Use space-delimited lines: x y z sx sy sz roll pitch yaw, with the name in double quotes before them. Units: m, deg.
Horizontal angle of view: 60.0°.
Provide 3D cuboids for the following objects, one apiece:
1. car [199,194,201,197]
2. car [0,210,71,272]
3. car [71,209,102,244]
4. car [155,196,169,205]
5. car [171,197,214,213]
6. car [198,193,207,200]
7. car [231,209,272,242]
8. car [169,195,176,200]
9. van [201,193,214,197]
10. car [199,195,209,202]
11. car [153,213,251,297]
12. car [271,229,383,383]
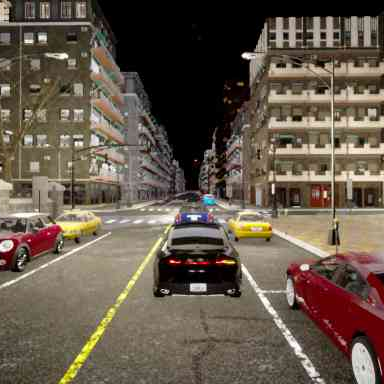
"car" 2.756 1.519 59.806 1.887 1.381 4.507 1 0 0
"car" -5.670 1.442 10.552 1.967 1.590 4.097 1 0 0
"car" -5.666 1.527 15.996 1.752 1.417 4.829 1 0 0
"car" -5.625 1.556 59.870 1.802 1.307 4.206 1 0 0
"car" 0.138 1.354 18.791 2.097 1.767 4.553 0 0 1
"car" 2.786 1.249 88.160 2.192 1.841 5.009 1 0 0
"car" 2.715 1.527 16.311 1.752 1.417 4.829 1 0 0
"car" -5.598 1.515 88.225 1.802 1.307 4.206 1 0 0
"van" 2.753 1.321 54.134 1.690 1.788 3.998 1 0 0
"car" 2.772 1.503 76.818 2.008 1.369 4.403 1 0 0
"car" 0.111 1.507 8.531 1.837 1.490 4.892 0 0 0
"car" 2.704 1.546 4.908 1.887 1.381 4.507 1 0 0
